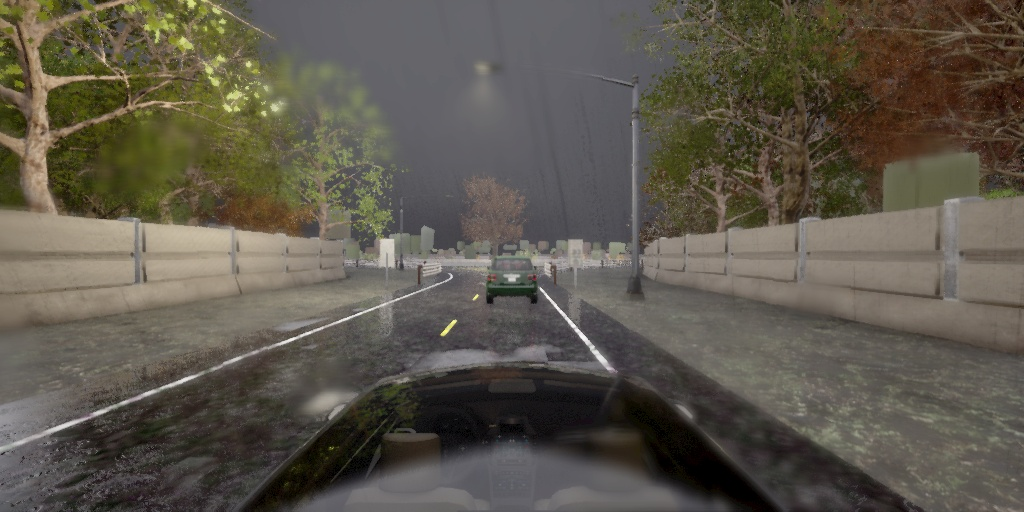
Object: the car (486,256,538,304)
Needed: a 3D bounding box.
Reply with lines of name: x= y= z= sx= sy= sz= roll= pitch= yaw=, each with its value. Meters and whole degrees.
car: x=0.000 y=1.010 z=16.539 sx=2.150 sy=2.045 sz=5.566 roll=0 pitch=0 yaw=0
